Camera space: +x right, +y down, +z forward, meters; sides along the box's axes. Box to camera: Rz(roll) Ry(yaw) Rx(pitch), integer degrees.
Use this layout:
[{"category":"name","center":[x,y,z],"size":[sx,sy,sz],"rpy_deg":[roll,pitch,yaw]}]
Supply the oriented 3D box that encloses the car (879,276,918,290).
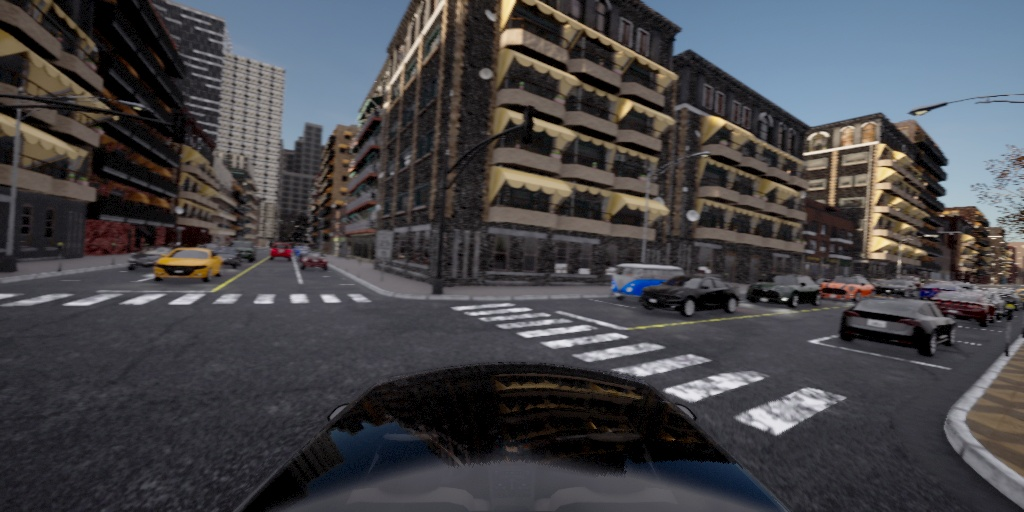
[{"category":"car","center":[34.181,2.872,31.901],"size":[4.892,1.490,1.837],"rpy_deg":[4,0,-32]}]

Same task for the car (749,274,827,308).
[{"category":"car","center":[14.872,1.758,19.602],"size":[4.553,1.767,2.097],"rpy_deg":[3,1,-33]}]

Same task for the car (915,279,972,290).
[{"category":"car","center":[33.592,2.845,27.880],"size":[5.008,1.535,1.882],"rpy_deg":[3,1,-32]}]

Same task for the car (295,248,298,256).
[{"category":"car","center":[-25.573,-0.019,44.481],"size":[2.007,1.370,4.403],"rpy_deg":[0,0,-32]}]

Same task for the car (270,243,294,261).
[{"category":"car","center":[-27.974,-0.507,43.567],"size":[2.150,2.045,5.566],"rpy_deg":[4,0,-32]}]

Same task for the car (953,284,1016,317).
[{"category":"car","center":[25.064,2.522,19.302],"size":[4.403,1.370,2.007],"rpy_deg":[0,0,-33]}]

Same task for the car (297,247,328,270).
[{"category":"car","center":[-16.837,0.321,30.392],"size":[1.967,1.591,4.097],"rpy_deg":[0,0,-32]}]

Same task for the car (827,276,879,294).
[{"category":"car","center":[23.164,2.169,24.910],"size":[4.553,1.767,2.097],"rpy_deg":[3,1,-33]}]

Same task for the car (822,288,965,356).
[{"category":"car","center":[11.012,1.842,10.291],"size":[4.313,1.339,1.948],"rpy_deg":[0,0,-33]}]

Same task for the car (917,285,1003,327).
[{"category":"car","center":[20.379,2.284,16.298],"size":[4.507,1.381,1.888],"rpy_deg":[0,0,-33]}]

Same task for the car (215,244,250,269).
[{"category":"car","center":[-21.137,0.069,26.447],"size":[2.128,1.511,4.902],"rpy_deg":[4,0,-32]}]

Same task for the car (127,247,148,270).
[{"category":"car","center":[-21.031,0.098,21.280],"size":[2.007,1.370,4.403],"rpy_deg":[0,0,-32]}]

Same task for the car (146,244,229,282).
[{"category":"car","center":[-15.659,0.339,17.607],"size":[1.882,1.535,5.008],"rpy_deg":[4,0,-32]}]

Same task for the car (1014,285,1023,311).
[{"category":"car","center":[34.432,2.987,25.311],"size":[4.403,1.370,2.007],"rpy_deg":[0,0,-33]}]

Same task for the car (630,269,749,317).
[{"category":"car","center":[7.417,1.515,14.828],"size":[5.008,1.535,1.882],"rpy_deg":[3,1,-33]}]

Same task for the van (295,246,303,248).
[{"category":"van","center":[-31.397,-0.527,53.873],"size":[1.690,1.789,3.998],"rpy_deg":[0,0,-32]}]

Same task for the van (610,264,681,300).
[{"category":"van","center":[6.502,1.307,17.348],"size":[3.998,1.789,1.690],"rpy_deg":[0,0,-33]}]

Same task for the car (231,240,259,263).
[{"category":"car","center":[-26.704,-0.489,35.471],"size":[2.150,2.045,5.566],"rpy_deg":[4,0,-31]}]
